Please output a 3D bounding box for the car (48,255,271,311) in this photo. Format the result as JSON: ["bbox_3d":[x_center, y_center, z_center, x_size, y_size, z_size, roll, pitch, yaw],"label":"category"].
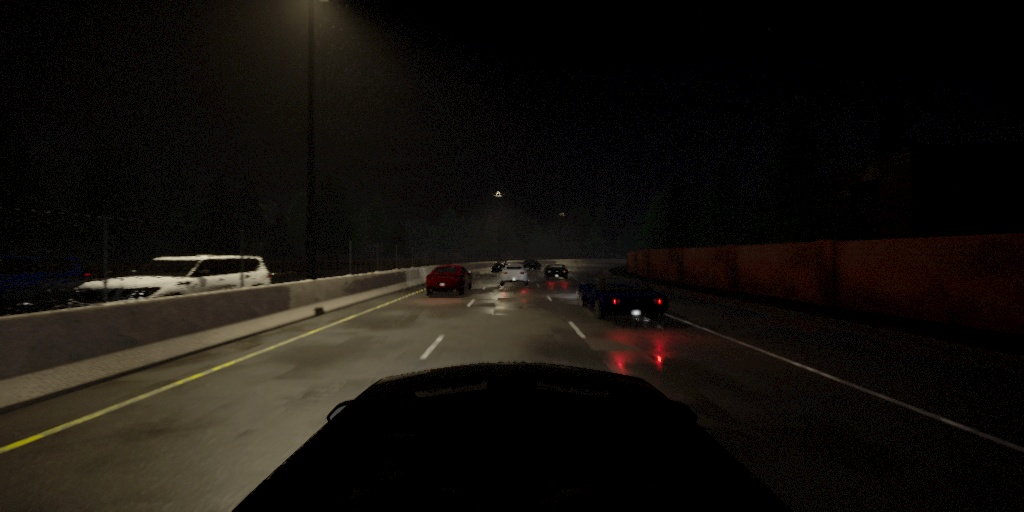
[{"bbox_3d":[-10.495,0.974,11.771,2.150,2.045,5.566,0,0,0],"label":"car"}]

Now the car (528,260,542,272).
[{"bbox_3d":[2.627,1.228,46.763,1.882,1.535,5.008,-1,0,15],"label":"car"}]

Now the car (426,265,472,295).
[{"bbox_3d":[-3.379,1.230,19.902,1.882,1.535,5.008,0,0,0],"label":"car"}]

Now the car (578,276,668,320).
[{"bbox_3d":[3.606,1.349,12.623,1.895,1.301,4.718,0,0,0],"label":"car"}]

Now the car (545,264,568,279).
[{"bbox_3d":[3.958,1.350,32.493,1.895,1.301,4.718,0,0,4],"label":"car"}]

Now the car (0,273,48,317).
[{"bbox_3d":[-13.996,1.326,11.623,1.994,1.385,4.181,0,0,0],"label":"car"}]

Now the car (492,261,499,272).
[{"bbox_3d":[-1.100,1.317,45.370,1.994,1.385,4.181,0,0,14],"label":"car"}]

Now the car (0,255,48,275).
[{"bbox_3d":[-17.496,0.967,11.628,2.150,2.045,5.566,0,0,0],"label":"car"}]

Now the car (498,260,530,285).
[{"bbox_3d":[0.211,1.277,25.997,1.812,1.442,4.674,0,0,2],"label":"car"}]
